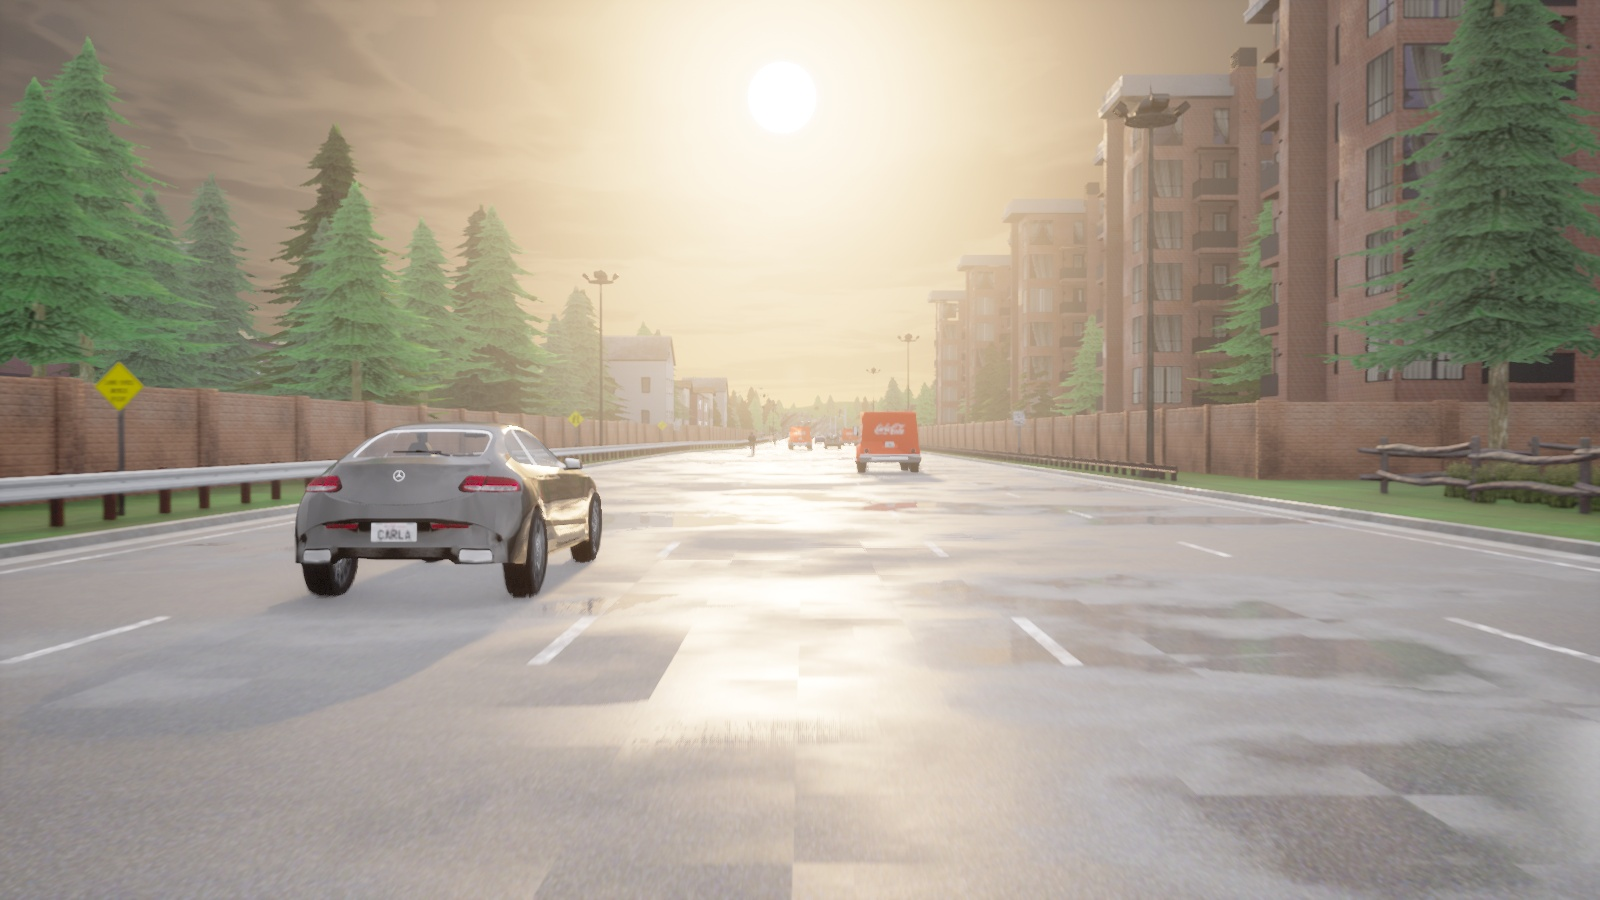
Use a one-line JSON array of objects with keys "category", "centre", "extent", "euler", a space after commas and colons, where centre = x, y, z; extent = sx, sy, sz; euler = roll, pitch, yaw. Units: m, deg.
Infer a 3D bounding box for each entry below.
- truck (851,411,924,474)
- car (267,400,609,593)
[{"category": "truck", "centre": [3.531, -0.331, 51.750], "extent": [2.627, 2.467, 5.204], "euler": [0, 1, 0]}, {"category": "car", "centre": [-3.472, 0.370, 13.233], "extent": [2.152, 1.651, 5.027], "euler": [0, 1, 0]}]
